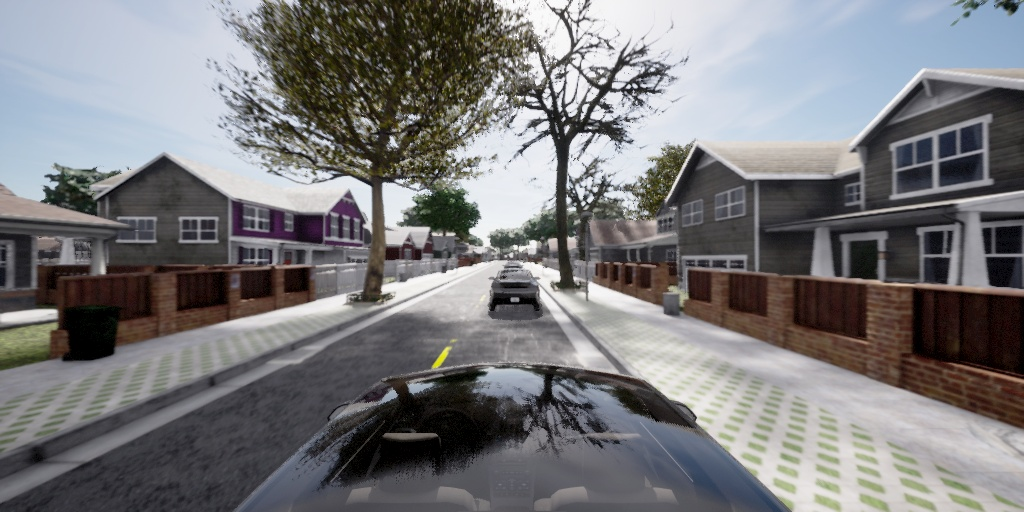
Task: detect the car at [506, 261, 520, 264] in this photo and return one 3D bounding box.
[{"bbox_3d":[0.107,1.257,35.337,1.837,1.490,4.892,0,0,0],"label":"car"}]

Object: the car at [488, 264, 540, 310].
[{"bbox_3d":[0.103,1.256,14.698,1.837,1.490,4.892,0,0,0],"label":"car"}]
